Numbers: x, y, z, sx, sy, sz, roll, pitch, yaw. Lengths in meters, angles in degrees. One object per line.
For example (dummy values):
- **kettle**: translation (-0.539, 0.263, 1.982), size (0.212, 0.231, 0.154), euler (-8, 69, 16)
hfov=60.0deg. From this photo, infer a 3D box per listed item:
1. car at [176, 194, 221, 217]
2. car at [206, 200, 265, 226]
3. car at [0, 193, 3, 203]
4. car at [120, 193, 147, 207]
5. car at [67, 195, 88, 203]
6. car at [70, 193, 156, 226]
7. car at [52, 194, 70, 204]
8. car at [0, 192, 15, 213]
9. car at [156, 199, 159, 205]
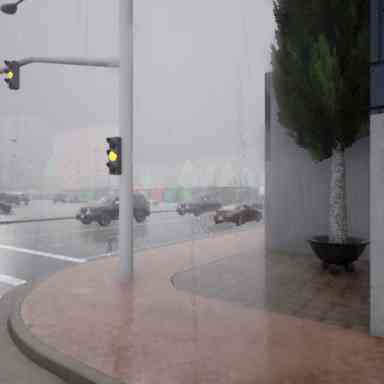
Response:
- **car**: translation (0.841, 1.219, 32.086), size (2.150, 2.045, 5.566), euler (0, 0, 37)
- **car**: translation (3.223, 1.524, 23.241), size (1.812, 1.442, 4.674), euler (0, 0, 37)
- **car**: translation (-38.564, 1.143, 63.982), size (4.605, 1.855, 1.932), euler (0, 0, 35)
- **car**: translation (-8.772, 1.151, 49.662), size (3.866, 1.878, 1.905), euler (0, 0, 35)
- **car**: translation (-21.340, 1.356, 62.113), size (3.905, 1.438, 1.784), euler (0, 0, 35)
- **car**: translation (-5.430, 1.219, 23.684), size (2.150, 2.045, 5.566), euler (0, 0, 36)
- **car**: translation (-23.069, 1.145, 59.788), size (4.605, 1.855, 1.932), euler (0, 0, 35)
- **car**: translation (-20.102, 1.151, 33.640), size (3.866, 1.878, 1.905), euler (0, 0, 35)
- **car**: translation (-7.087, 1.390, 52.017), size (3.806, 1.475, 1.970), euler (0, 0, 35)
